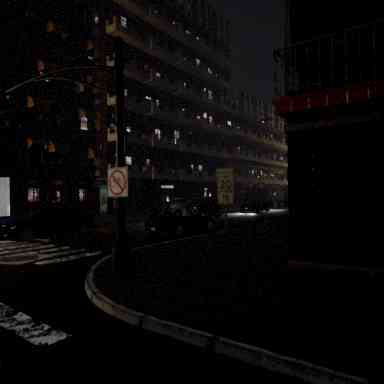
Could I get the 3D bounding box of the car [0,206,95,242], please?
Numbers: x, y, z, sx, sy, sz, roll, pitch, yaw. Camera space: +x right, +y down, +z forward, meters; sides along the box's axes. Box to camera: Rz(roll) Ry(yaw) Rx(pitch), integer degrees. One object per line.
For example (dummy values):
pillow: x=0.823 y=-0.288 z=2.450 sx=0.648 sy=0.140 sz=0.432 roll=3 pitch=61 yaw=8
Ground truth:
car: x=-7.258 y=1.486 z=16.675 sx=1.882 sy=1.535 sz=5.008 roll=-1 pitch=-1 yaw=36

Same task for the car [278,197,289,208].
car: x=13.041 y=1.423 z=44.829 sx=2.128 sy=1.511 sz=4.902 roll=-1 pitch=-1 yaw=37

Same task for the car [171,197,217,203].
car: x=0.526 y=1.327 z=27.509 sx=2.097 sy=1.767 sz=4.553 roll=-1 pitch=-1 yaw=36

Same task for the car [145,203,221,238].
car: x=-0.488 y=1.435 z=16.812 sx=2.008 sy=1.369 sz=4.403 roll=-1 pitch=-1 yaw=36

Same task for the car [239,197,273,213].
car: x=6.796 y=1.517 z=36.207 sx=1.994 sy=1.385 sz=4.181 roll=-1 pitch=-1 yaw=36

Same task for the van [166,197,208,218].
van: x=-0.392 y=1.365 z=30.457 sx=1.690 sy=1.788 sz=3.998 roll=-1 pitch=-1 yaw=36

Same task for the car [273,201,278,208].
car: x=9.359 y=1.430 z=44.030 sx=1.967 sy=1.590 sz=4.097 roll=-1 pitch=-1 yaw=36
